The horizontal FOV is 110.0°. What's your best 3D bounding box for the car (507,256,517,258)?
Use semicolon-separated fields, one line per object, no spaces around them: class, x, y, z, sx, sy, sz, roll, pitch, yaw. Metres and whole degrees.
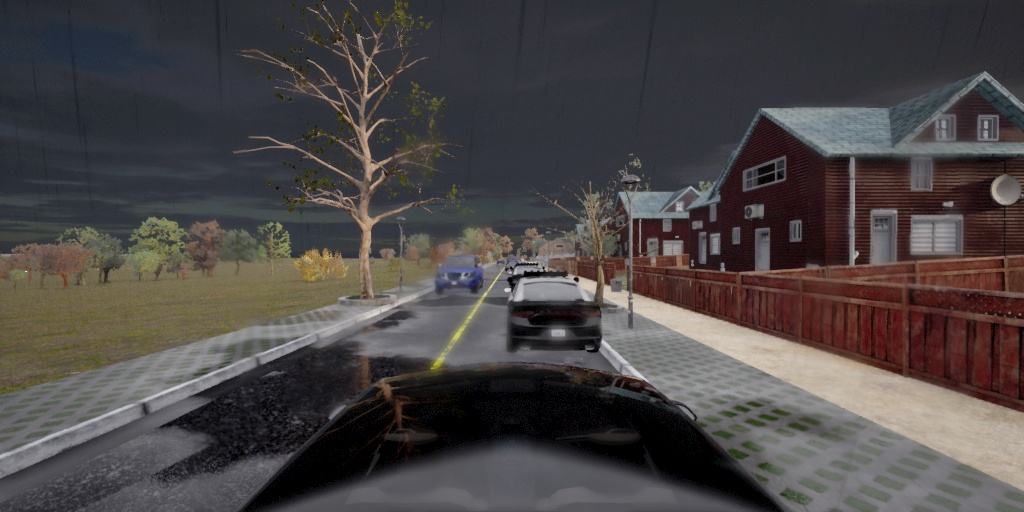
car;0.054;1.005;62.037;2.150;2.045;5.566;0;0;0

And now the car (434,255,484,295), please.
car;-2.834;0.974;20.347;2.150;2.045;5.566;0;0;0

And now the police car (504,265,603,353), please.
police car;0.831;1.176;9.000;1.930;1.638;5.238;0;0;0

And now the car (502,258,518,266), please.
car;0.079;1.332;47.273;1.994;1.385;4.181;0;0;0

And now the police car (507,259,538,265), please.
police car;0.839;1.178;19.000;1.930;1.638;5.238;0;0;0
